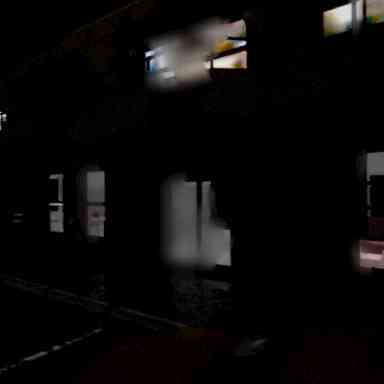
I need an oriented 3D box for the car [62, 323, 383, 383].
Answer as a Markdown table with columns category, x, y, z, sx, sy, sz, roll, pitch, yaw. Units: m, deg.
| category | x | y | z | sx | sy | sz | roll | pitch | yaw |
| --- | --- | --- | --- | --- | --- | --- | --- | --- | --- |
| car | 1.027 | 1.529 | 2.141 | 4.829 | 1.417 | 1.752 | -1 | 0 | 35 |
